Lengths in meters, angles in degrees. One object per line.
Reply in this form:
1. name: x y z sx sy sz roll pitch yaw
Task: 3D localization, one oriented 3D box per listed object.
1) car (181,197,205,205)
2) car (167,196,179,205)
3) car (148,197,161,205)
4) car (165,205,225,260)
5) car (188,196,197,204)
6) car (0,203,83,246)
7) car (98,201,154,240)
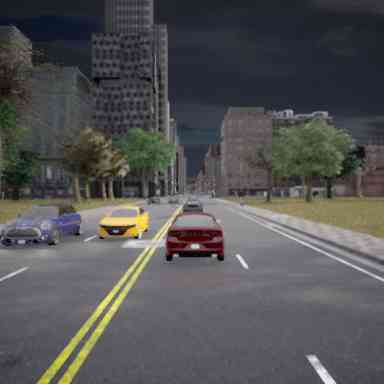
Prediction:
1. car: 0.088 1.487 30.708 1.837 1.490 4.892 0 0 0
2. car: -3.312 1.497 59.236 1.837 1.490 4.892 0 0 1
3. car: -6.569 1.556 58.050 1.994 1.385 4.181 0 0 1
4. car: 0.094 1.468 12.373 1.882 1.535 5.008 0 0 0
5. car: 0.060 1.526 66.925 1.812 1.442 4.674 0 0 0
6. car: -6.606 1.341 15.137 2.097 1.767 4.553 0 0 0
7. car: -3.356 1.465 17.146 1.882 1.535 5.008 0 0 0
